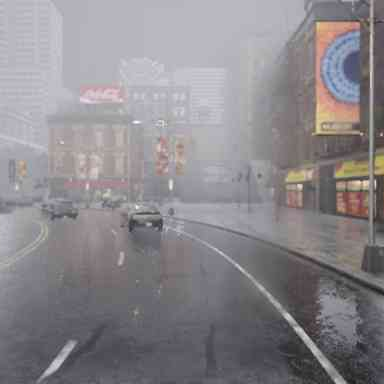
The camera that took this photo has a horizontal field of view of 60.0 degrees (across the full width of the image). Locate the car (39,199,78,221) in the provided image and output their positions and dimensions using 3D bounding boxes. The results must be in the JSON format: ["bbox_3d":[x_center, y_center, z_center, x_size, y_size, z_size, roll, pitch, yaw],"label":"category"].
[{"bbox_3d":[-10.487,1.506,26.060,1.895,1.301,4.718,0,0,-34],"label":"car"}]

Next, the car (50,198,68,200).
[{"bbox_3d":[-14.542,1.375,35.506,4.892,1.490,1.837,0,0,42],"label":"car"}]

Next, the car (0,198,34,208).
[{"bbox_3d":[-24.069,1.429,45.863,4.718,1.301,1.895,0,0,30],"label":"car"}]

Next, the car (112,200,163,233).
[{"bbox_3d":[-3.049,1.422,19.217,2.128,1.511,4.902,0,0,-20],"label":"car"}]
